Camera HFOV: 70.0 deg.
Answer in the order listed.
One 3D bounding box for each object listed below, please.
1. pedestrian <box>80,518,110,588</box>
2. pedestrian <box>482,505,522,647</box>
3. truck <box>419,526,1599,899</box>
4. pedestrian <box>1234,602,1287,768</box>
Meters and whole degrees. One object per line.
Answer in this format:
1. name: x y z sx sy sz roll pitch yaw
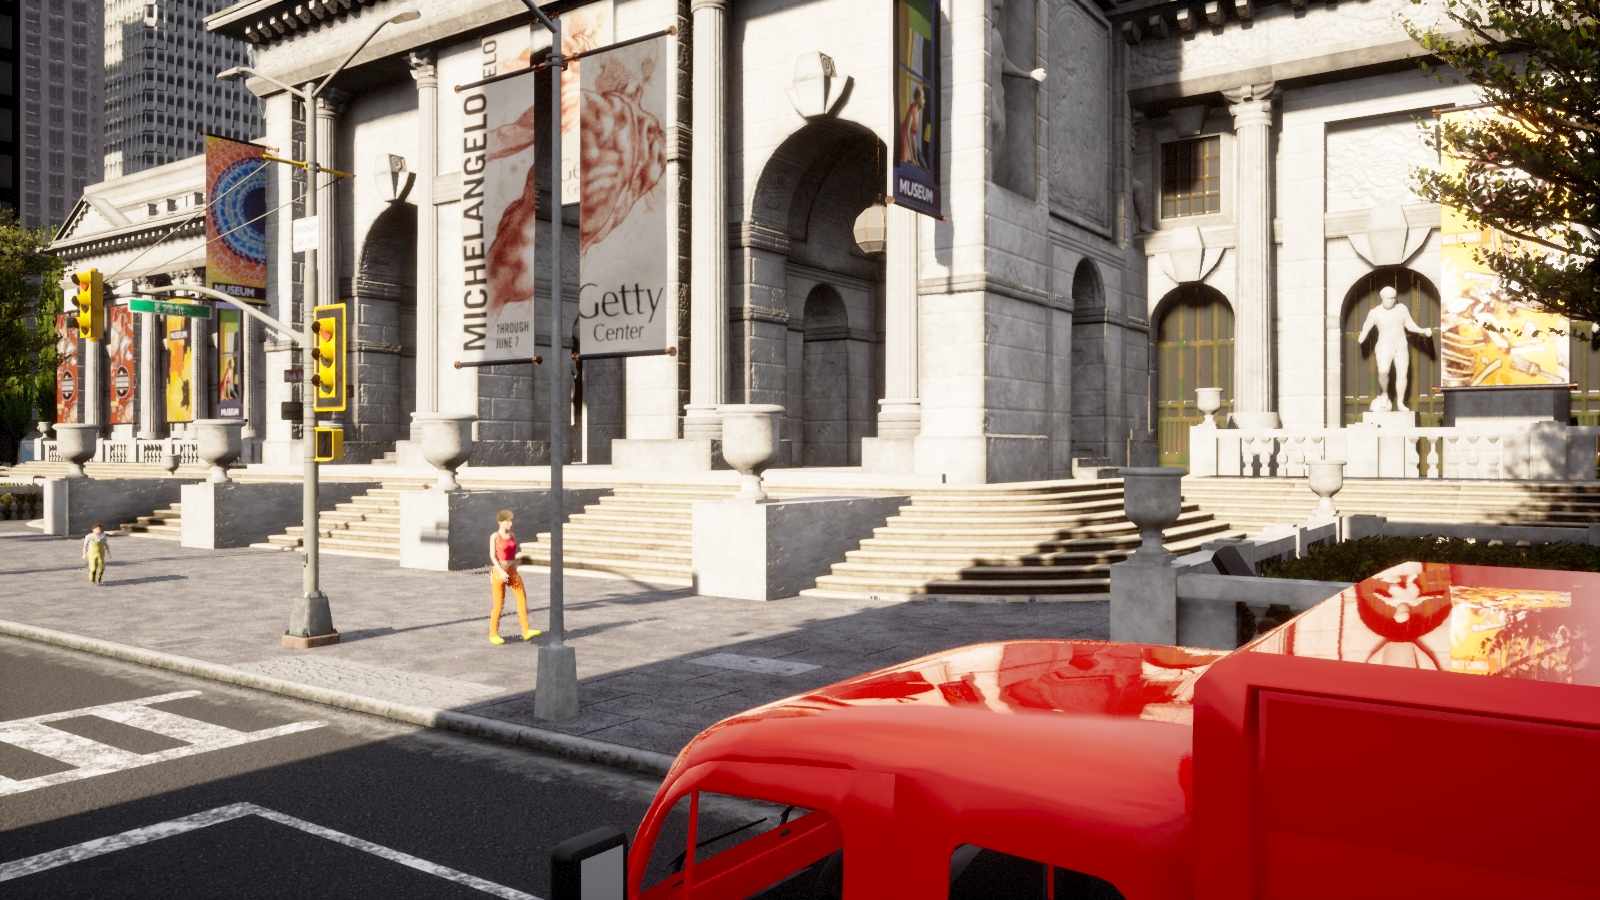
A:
1. pedestrian: -13.573 1.967 22.005 0.375 1.300 0.375 0 0 37
2. pedestrian: -4.028 1.691 15.444 0.375 1.860 0.375 0 0 35
3. truck: 1.935 1.568 2.414 5.204 2.467 2.627 0 0 35
4. pedestrian: 3.906 1.976 9.686 0.375 1.300 0.375 0 0 28
